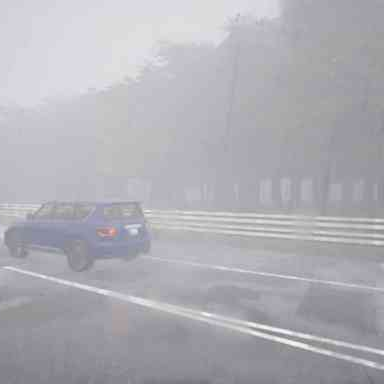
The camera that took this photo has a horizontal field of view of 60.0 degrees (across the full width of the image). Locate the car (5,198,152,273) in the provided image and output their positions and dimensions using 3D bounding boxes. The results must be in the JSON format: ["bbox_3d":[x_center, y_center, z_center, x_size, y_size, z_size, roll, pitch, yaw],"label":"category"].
[{"bbox_3d":[-3.858,1.225,10.965,5.566,2.045,2.150,0,0,35],"label":"car"}]
